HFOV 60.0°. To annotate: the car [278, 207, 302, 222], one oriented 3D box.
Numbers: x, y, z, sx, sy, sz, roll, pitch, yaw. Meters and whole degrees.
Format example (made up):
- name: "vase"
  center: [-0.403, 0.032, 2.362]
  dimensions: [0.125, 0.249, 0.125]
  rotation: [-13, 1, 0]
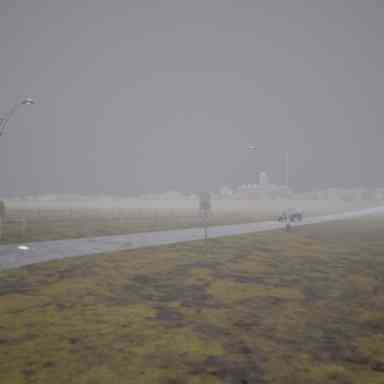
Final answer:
- name: "car"
  center: [14.629, 3.292, 49.476]
  dimensions: [2.150, 2.045, 5.566]
  rotation: [-2, -3, 35]
